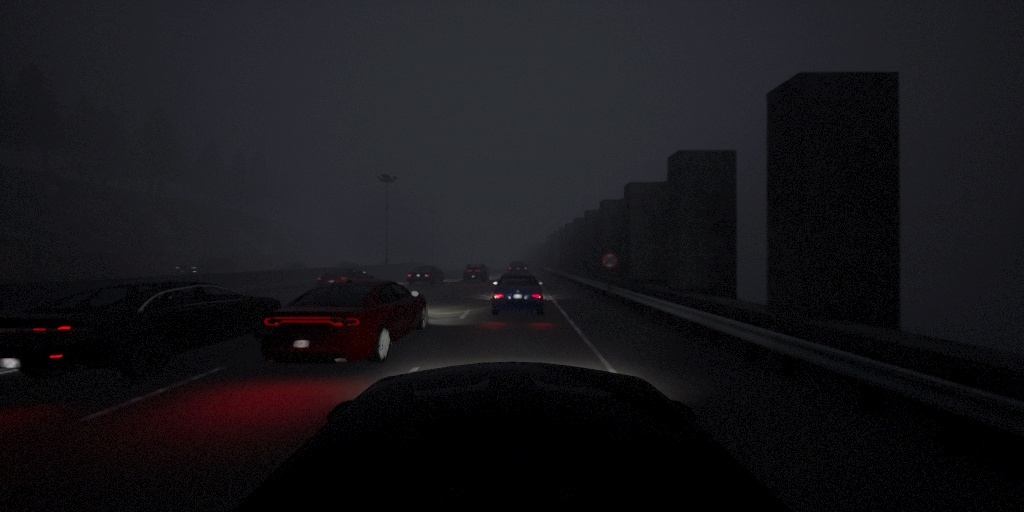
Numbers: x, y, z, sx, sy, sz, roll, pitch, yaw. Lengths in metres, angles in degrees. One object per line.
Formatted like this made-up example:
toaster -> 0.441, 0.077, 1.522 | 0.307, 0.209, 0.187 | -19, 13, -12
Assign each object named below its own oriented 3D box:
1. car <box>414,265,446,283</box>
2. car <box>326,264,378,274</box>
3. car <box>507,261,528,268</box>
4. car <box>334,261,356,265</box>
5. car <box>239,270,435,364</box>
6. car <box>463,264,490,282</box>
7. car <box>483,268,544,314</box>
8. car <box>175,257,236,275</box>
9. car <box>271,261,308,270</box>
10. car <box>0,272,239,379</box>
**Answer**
car -> -6.505, 1.422, 27.556 | 2.033, 1.411, 5.357 | 0, 0, 1
car -> -10.109, 1.407, 22.018 | 1.994, 1.385, 4.181 | 0, 0, 1
car -> 0.590, 1.281, 37.295 | 2.097, 1.767, 4.553 | 0, 0, 0
car -> -20.596, 1.438, 44.181 | 2.128, 1.511, 4.902 | 0, 0, 0
car -> -3.348, 1.257, 8.226 | 1.882, 1.535, 5.008 | 0, 0, 1
car -> -2.962, 1.383, 30.293 | 2.128, 1.511, 4.902 | 0, 0, 1
car -> 0.233, 1.360, 14.049 | 2.033, 1.411, 5.357 | 0, 0, 1
car -> -31.092, 1.121, 36.624 | 2.150, 2.045, 5.566 | 0, -1, 0
car -> -23.998, 1.440, 38.710 | 1.812, 1.442, 4.674 | 0, 0, 1
car -> -6.852, 1.264, 7.342 | 2.128, 1.511, 4.902 | 0, 0, 1
